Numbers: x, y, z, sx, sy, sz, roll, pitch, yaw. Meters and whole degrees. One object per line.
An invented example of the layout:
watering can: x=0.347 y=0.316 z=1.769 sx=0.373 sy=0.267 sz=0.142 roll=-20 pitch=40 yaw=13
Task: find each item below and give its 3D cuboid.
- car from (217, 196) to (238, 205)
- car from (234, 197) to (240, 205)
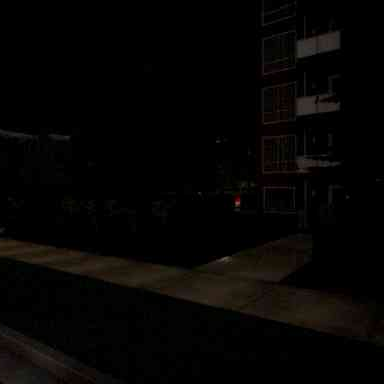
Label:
car: x=6.473 y=1.524 z=60.134 sx=1.812 sy=1.442 sz=4.674 roll=0 pitch=0 yaw=36
car: x=9.307 y=1.476 z=58.079 sx=1.882 sy=1.535 sz=5.008 roll=0 pitch=0 yaw=36
